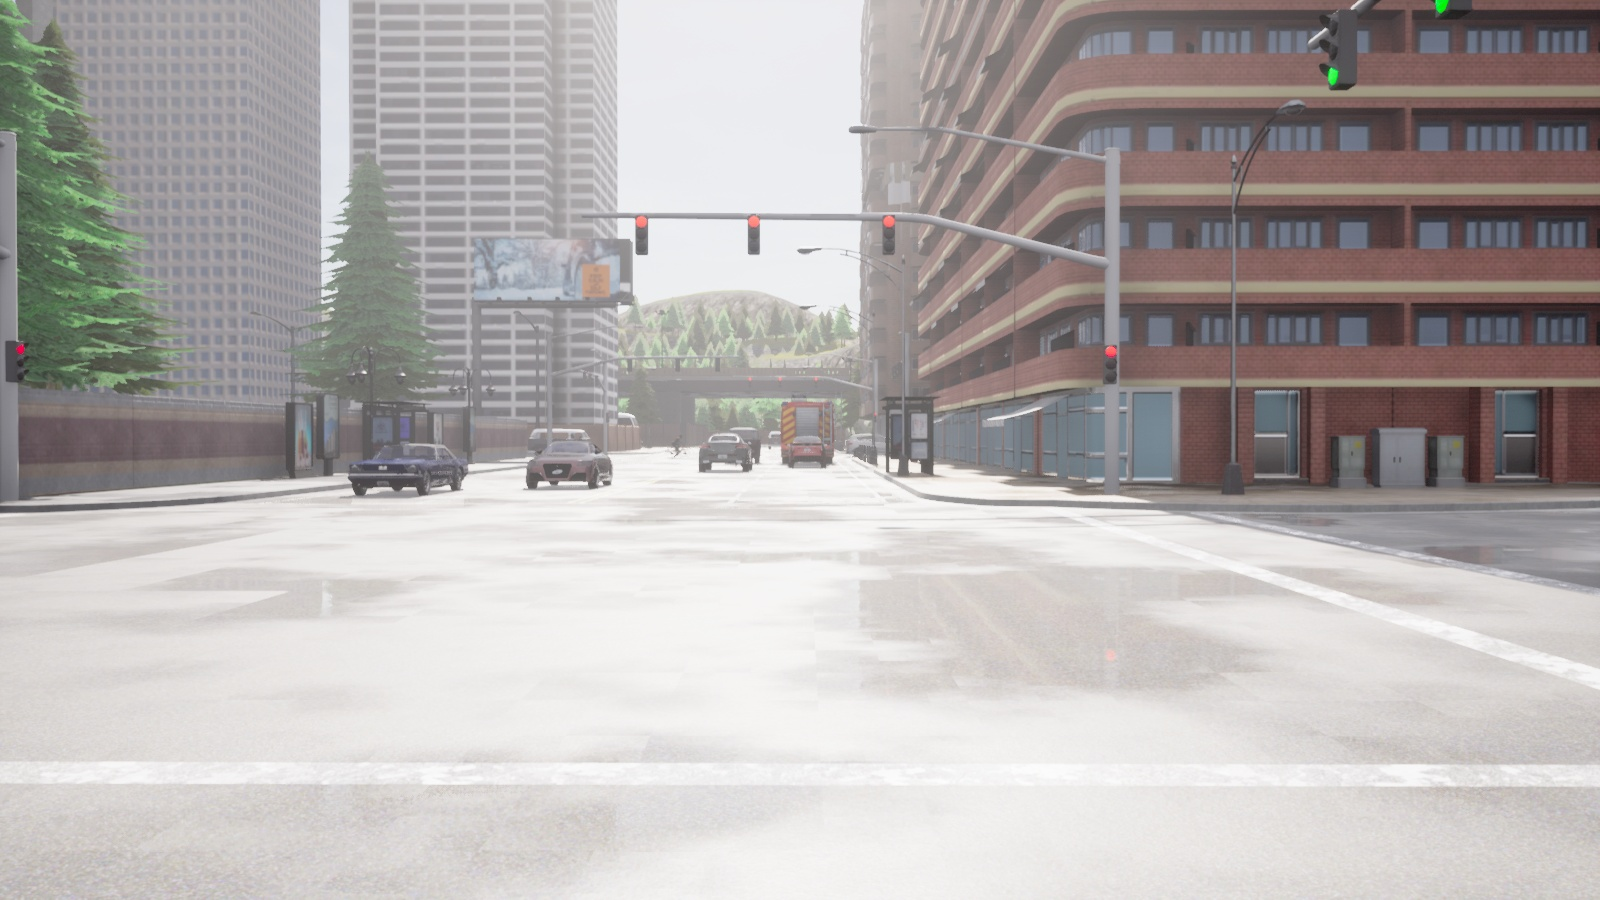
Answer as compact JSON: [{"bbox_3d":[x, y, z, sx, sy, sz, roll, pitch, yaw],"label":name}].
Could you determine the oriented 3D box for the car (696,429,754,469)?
[{"bbox_3d":[-3.181,-0.055,54.235,2.152,1.651,5.027,0,1,0],"label":"car"}]

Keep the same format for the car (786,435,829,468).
[{"bbox_3d":[0.355,0.048,60.660,2.007,1.525,4.514,0,1,0],"label":"car"}]

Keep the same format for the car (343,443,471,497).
[{"bbox_3d":[-10.298,0.484,33.267,1.895,1.301,4.718,0,1,0],"label":"car"}]

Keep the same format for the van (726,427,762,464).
[{"bbox_3d":[-3.095,-0.244,69.613,1.775,1.987,4.442,0,1,0],"label":"van"}]

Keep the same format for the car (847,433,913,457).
[{"bbox_3d":[5.669,-0.360,89.813,4.611,1.667,2.242,0,1,1],"label":"car"}]

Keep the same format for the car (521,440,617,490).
[{"bbox_3d":[-6.770,0.409,37.181,1.994,1.385,4.181,0,1,1],"label":"car"}]

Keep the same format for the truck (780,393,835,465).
[{"bbox_3d":[0.412,-1.170,70.663,2.891,3.827,8.468,0,1,0],"label":"truck"}]

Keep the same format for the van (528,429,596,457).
[{"bbox_3d":[-17.045,-0.501,90.060,4.480,2.038,2.069,0,1,1],"label":"van"}]
